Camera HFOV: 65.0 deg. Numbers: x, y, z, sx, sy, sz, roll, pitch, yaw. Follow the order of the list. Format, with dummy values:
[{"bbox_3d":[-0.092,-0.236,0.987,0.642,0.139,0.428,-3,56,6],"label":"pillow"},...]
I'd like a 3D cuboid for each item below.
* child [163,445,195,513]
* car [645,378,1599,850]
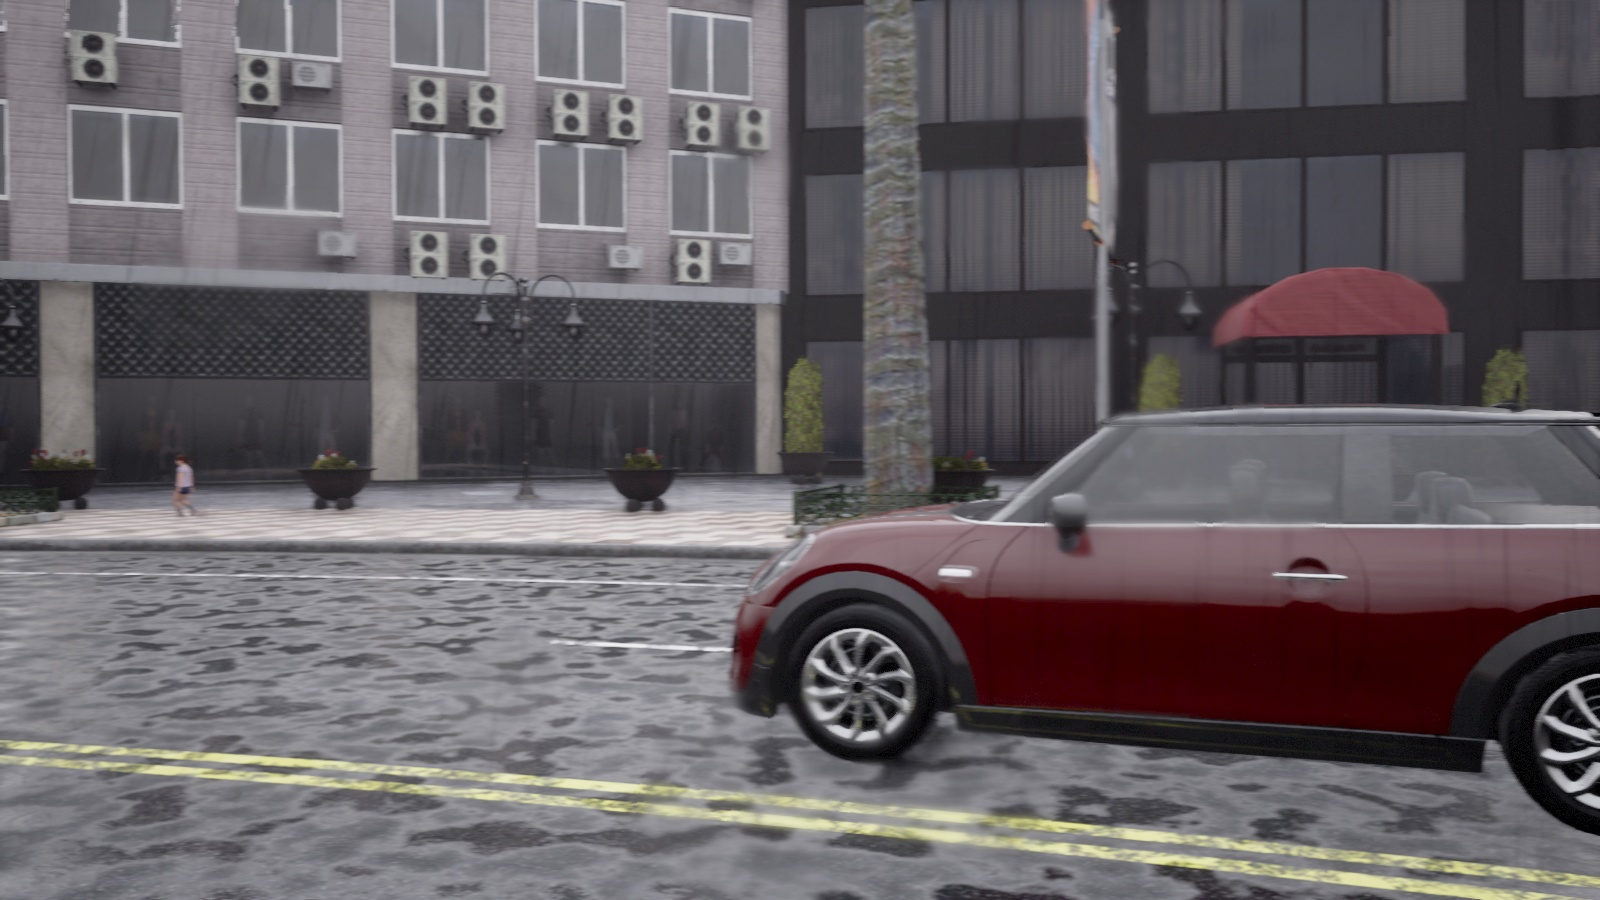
[{"bbox_3d":[-10.282,0.472,20.801,0.394,1.110,0.255,0,1,4],"label":"child"},{"bbox_3d":[1.742,0.582,6.311,4.553,1.767,2.097,1,1,21],"label":"car"}]
